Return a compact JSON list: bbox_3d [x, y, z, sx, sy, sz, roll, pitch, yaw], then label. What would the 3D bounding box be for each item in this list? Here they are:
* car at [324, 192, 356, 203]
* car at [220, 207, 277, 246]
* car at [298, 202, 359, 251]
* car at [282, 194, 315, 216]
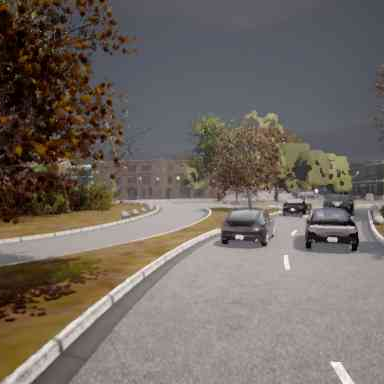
[{"bbox_3d":[12.040,1.001,27.180,2.150,2.045,5.566,0,0,27],"label":"car"},{"bbox_3d":[2.612,1.436,14.898,1.837,1.490,4.892,0,1,19],"label":"car"},{"bbox_3d":[5.676,1.411,13.816,2.128,1.511,4.902,0,1,19],"label":"car"},{"bbox_3d":[9.135,1.233,28.637,1.882,1.535,5.008,0,0,27],"label":"car"}]
